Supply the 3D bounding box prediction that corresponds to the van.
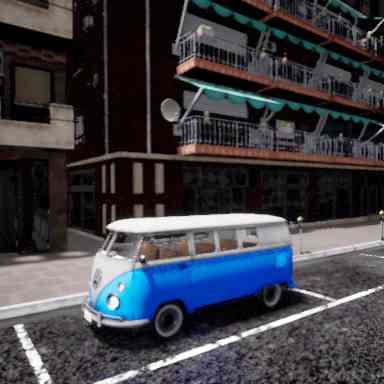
[{"bbox_3d":[0.148,1.339,6.218,3.998,1.788,1.690,0,-1,-35],"label":"van"}]
